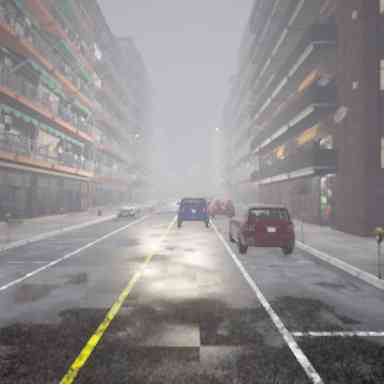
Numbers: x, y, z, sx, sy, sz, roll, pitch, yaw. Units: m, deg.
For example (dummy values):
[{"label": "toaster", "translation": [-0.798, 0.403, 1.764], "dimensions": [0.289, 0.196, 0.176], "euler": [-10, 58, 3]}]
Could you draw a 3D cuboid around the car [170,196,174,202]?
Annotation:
[{"label": "car", "translation": [-5.717, 1.920, 91.663], "dimensions": [1.967, 1.590, 4.097], "euler": [1, 0, 0]}]

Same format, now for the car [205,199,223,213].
[{"label": "car", "translation": [2.692, 1.652, 41.521], "dimensions": [1.967, 1.590, 4.097], "euler": [1, 0, 0]}]

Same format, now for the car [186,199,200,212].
[{"label": "car", "translation": [0.091, 1.752, 44.228], "dimensions": [1.812, 1.442, 4.674], "euler": [0, 0, 0]}]

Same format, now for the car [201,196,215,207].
[{"label": "car", "translation": [2.691, 1.615, 58.226], "dimensions": [2.192, 1.841, 5.009], "euler": [1, 0, 0]}]

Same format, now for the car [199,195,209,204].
[{"label": "car", "translation": [2.688, 1.704, 74.929], "dimensions": [2.192, 1.841, 5.009], "euler": [1, 0, 0]}]

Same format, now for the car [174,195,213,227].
[{"label": "car", "translation": [0.095, 1.344, 24.140], "dimensions": [2.150, 2.045, 5.566], "euler": [0, 0, 0]}]

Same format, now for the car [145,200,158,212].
[{"label": "car", "translation": [-5.689, 1.737, 41.383], "dimensions": [1.752, 1.417, 4.829], "euler": [1, 0, 0]}]

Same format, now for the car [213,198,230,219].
[{"label": "car", "translation": [2.696, 1.469, 30.386], "dimensions": [2.192, 1.841, 5.009], "euler": [1, 0, 0]}]

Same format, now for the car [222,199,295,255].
[{"label": "car", "translation": [2.700, 1.384, 13.683], "dimensions": [2.192, 1.841, 5.009], "euler": [1, 0, 0]}]

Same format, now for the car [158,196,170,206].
[{"label": "car", "translation": [-5.693, 1.854, 63.653], "dimensions": [1.752, 1.417, 4.829], "euler": [1, 0, 0]}]

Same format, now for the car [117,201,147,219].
[{"label": "car", "translation": [-5.687, 1.705, 30.416], "dimensions": [2.008, 1.369, 4.403], "euler": [1, 0, 0]}]
